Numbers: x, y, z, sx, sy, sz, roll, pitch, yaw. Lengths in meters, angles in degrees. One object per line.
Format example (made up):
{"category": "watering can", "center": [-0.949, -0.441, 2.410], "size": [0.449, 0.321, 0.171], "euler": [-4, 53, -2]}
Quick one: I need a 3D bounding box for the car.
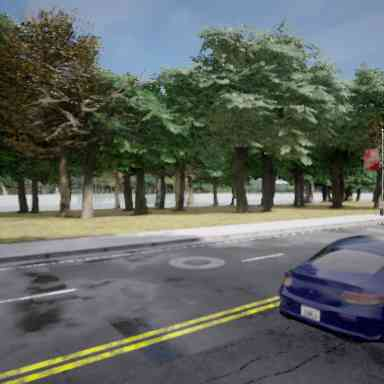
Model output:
{"category": "car", "center": [3.513, 1.505, 5.952], "size": [4.674, 1.442, 1.812], "euler": [0, 0, -36]}
